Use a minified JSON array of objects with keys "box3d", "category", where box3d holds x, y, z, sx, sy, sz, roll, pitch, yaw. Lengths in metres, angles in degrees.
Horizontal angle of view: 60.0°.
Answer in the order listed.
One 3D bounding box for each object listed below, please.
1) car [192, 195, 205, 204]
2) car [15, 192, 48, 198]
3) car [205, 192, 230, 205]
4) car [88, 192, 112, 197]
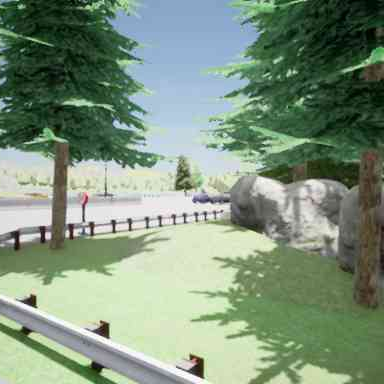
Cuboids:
[{"box3d":[1.797,1.134,53.701,1.812,1.442,4.674,1,1,35],"category":"car"},{"box3d":[-25.130,0.778,52.116,1.882,1.535,5.008,1,1,36],"category":"car"},{"box3d":[4.693,1.158,51.734,2.128,1.511,4.902,1,1,35],"category":"car"},{"box3d":[-17.375,0.759,63.032,2.128,1.511,4.902,1,1,36],"category":"car"}]
